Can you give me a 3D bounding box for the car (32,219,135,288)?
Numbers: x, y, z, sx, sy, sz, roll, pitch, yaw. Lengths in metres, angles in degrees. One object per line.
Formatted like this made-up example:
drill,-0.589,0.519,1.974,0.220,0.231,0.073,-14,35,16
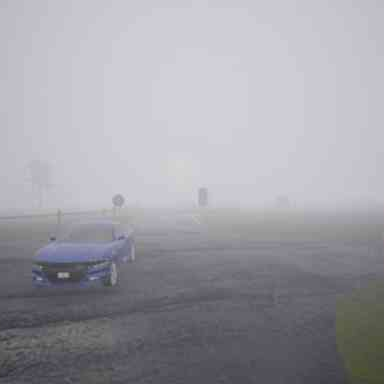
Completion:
car,-2.904,1.615,9.867,1.882,1.535,5.008,0,-1,-1
